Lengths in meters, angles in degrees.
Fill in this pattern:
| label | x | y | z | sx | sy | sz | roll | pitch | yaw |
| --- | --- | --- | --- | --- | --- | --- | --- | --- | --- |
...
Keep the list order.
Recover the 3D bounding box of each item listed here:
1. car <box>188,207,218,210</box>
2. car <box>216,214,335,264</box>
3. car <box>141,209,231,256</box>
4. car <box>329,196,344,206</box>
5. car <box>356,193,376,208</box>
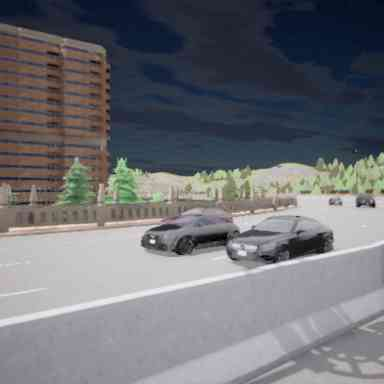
| label | x | y | z | sx | sy | sz | roll | pitch | yaw |
| --- | --- | --- | --- | --- | --- | --- | --- | --- | --- |
| car | 0.425 | 1.556 | 18.270 | 4.674 | 1.442 | 1.812 | 0 | 0 | -43 |
| car | 3.183 | 1.532 | 11.320 | 4.674 | 1.442 | 1.812 | 0 | 0 | -42 |
| car | 0.080 | 1.588 | 13.272 | 4.181 | 1.385 | 1.994 | 0 | 0 | -41 |
| car | 23.419 | 1.476 | 54.038 | 2.128 | 1.511 | 4.902 | 0 | 0 | 19 |
| car | 24.414 | 1.190 | 46.775 | 2.150 | 2.045 | 5.566 | 0 | 0 | 23 |
